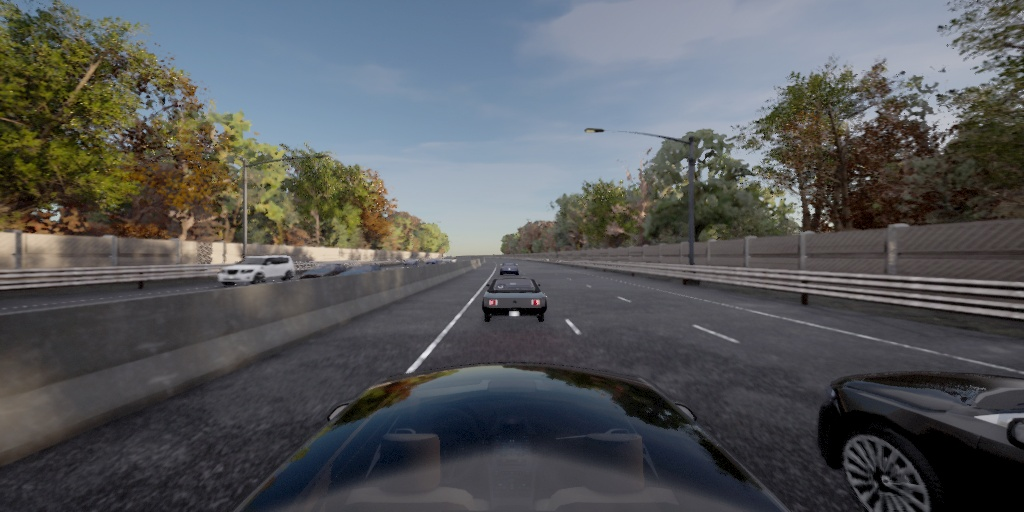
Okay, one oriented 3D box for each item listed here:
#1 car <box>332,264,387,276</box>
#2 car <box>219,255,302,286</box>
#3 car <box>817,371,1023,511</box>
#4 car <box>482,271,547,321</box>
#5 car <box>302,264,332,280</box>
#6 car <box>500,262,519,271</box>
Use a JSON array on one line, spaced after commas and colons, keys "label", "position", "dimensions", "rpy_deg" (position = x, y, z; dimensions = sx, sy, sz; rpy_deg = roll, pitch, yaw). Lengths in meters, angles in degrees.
[{"label": "car", "position": [-10.783, 1.307, 26.406], "dimensions": [2.033, 1.411, 5.357], "rpy_deg": [0, 0, -1]}, {"label": "car", "position": [-17.771, 0.981, 25.403], "dimensions": [2.150, 2.045, 5.566], "rpy_deg": [0, 0, -1]}, {"label": "car", "position": [3.592, 1.240, 1.131], "dimensions": [2.128, 1.511, 4.902], "rpy_deg": [0, 0, 0]}, {"label": "car", "position": [0.058, 1.355, 12.422], "dimensions": [1.895, 1.301, 4.718], "rpy_deg": [0, 0, 0]}, {"label": "car", "position": [-14.309, 1.307, 28.213], "dimensions": [2.033, 1.411, 5.357], "rpy_deg": [0, 0, -1]}, {"label": "car", "position": [-0.312, 1.328, 39.170], "dimensions": [1.994, 1.385, 4.181], "rpy_deg": [0, 0, -1]}]
